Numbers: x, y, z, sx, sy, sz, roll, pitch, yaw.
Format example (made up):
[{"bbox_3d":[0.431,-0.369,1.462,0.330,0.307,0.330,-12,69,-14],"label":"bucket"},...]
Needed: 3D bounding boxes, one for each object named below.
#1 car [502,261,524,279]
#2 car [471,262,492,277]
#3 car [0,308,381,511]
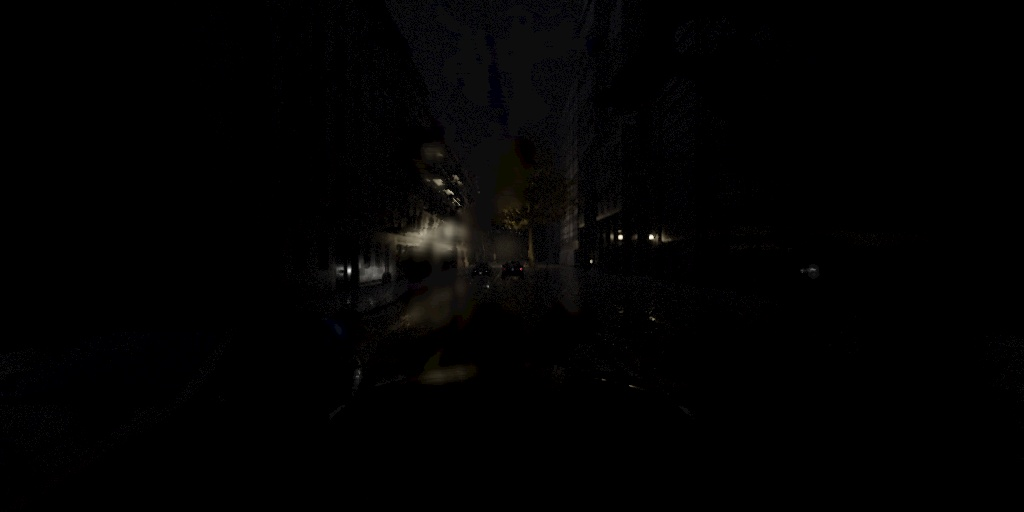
[{"bbox_3d":[0.073,1.280,35.679,2.097,1.767,4.553,0,0,0],"label":"car"},{"bbox_3d":[-3.122,1.444,37.864,1.837,1.490,4.892,0,0,0],"label":"car"},{"bbox_3d":[-3.110,1.309,3.688,2.033,1.411,5.357,0,0,0],"label":"car"}]
